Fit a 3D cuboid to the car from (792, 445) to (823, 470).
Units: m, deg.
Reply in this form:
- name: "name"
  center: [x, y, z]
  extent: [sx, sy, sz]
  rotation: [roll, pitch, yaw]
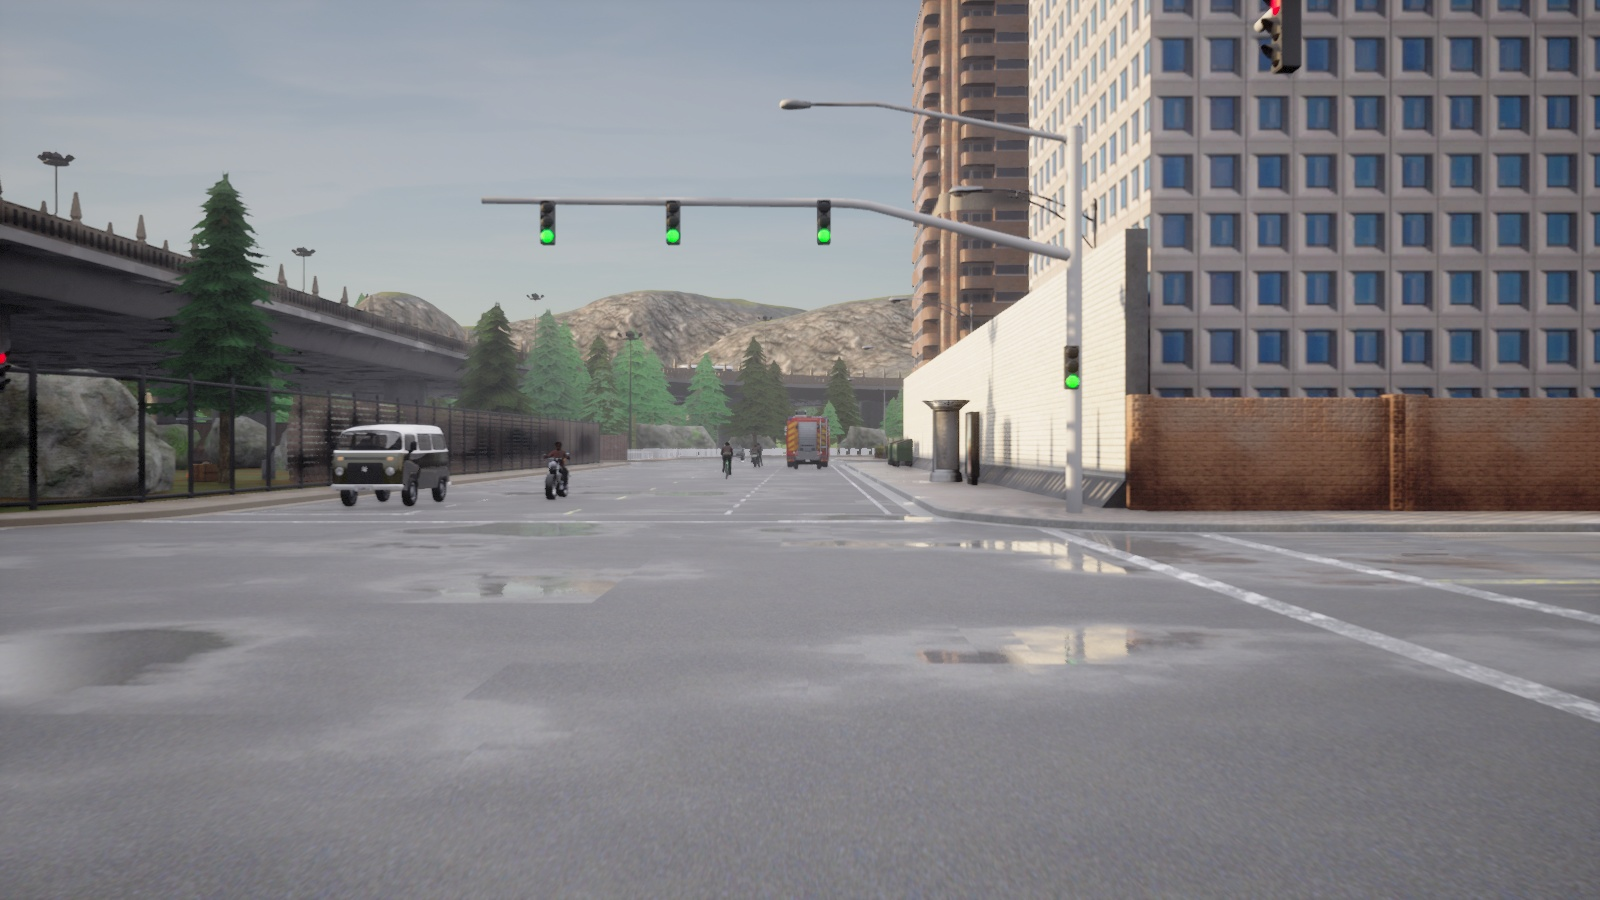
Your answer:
- name: "car"
  center: [0.466, 0.447, 77.856]
  extent: [1.845, 1.501, 3.633]
  rotation: [0, 0, 0]

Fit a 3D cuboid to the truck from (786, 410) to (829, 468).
- name: "truck"
  center: [0.512, -0.769, 87.189]
  extent: [2.891, 3.827, 8.468]
  rotation: [0, 0, 0]

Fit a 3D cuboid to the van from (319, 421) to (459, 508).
- name: "van"
  center: [-10.301, 0.333, 31.852]
  extent: [2.069, 2.038, 4.480]
  rotation: [0, 0, 0]

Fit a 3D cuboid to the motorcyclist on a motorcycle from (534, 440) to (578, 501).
- name: "motorcyclist on a motorcycle"
  center: [-6.783, 0.551, 34.974]
  extent: [0.766, 1.649, 2.350]
  rotation: [0, 0, 0]
